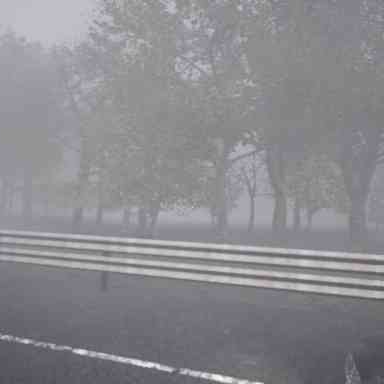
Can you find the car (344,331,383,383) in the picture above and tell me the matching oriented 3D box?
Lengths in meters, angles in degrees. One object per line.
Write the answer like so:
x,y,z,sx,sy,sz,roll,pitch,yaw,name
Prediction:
3.857,1.738,2.571,4.892,1.490,1.837,1,-2,17,car
